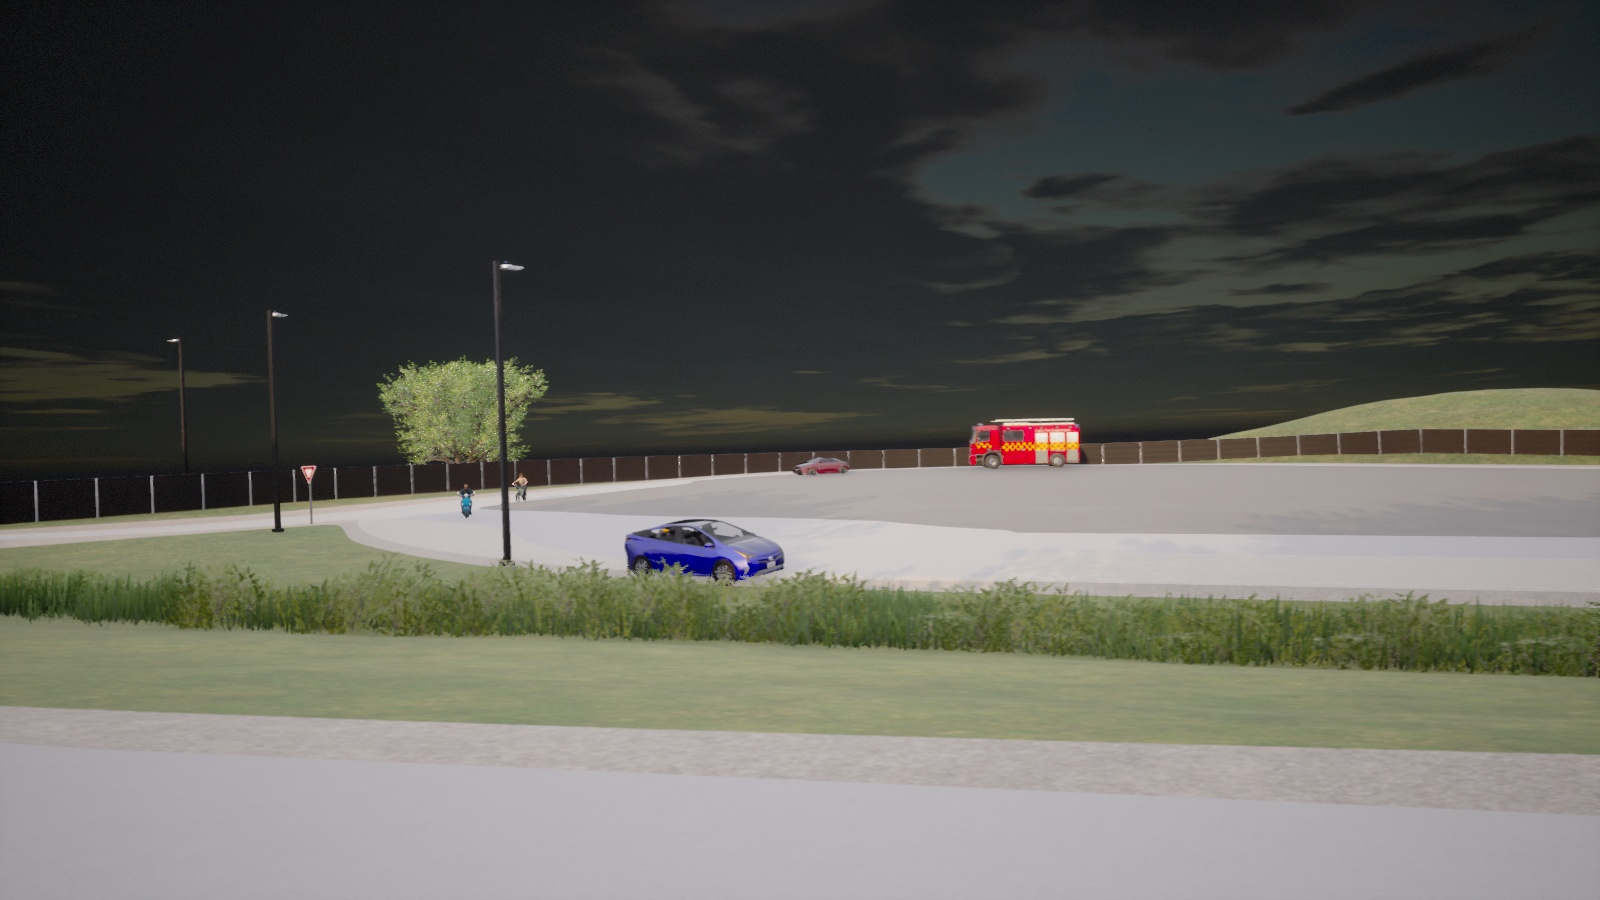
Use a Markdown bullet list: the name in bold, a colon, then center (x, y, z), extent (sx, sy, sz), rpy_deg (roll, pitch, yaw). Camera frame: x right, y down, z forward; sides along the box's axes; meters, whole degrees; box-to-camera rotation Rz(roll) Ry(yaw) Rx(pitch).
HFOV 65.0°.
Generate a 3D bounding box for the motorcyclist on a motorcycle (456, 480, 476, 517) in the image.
- **motorcyclist on a motorcycle**: center (-15.575, 2.256, 58.535), extent (0.866, 1.590, 1.817), rpy_deg (-1, 1, -14)

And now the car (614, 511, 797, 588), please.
- **car**: center (-2.554, 2.578, 33.389), extent (4.514, 1.525, 2.007), rpy_deg (0, 6, 35)

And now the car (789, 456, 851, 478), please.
- **car**: center (1.481, 1.234, 94.219), extent (4.181, 1.385, 1.994), rpy_deg (-2, 3, -26)
